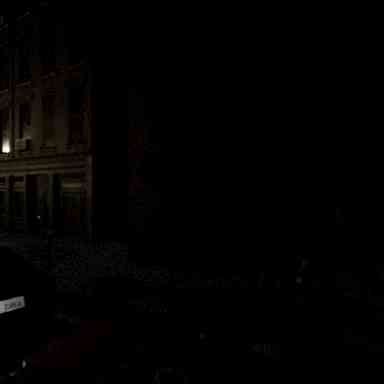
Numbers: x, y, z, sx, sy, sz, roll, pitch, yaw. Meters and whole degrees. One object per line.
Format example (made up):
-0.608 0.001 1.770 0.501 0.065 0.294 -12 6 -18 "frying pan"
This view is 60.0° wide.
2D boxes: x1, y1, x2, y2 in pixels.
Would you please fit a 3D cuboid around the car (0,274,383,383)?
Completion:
0.278 1.581 2.612 4.206 1.307 1.802 0 0 35 "car"

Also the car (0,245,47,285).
-4.137 1.568 5.743 4.313 1.339 1.947 0 0 35 "car"
